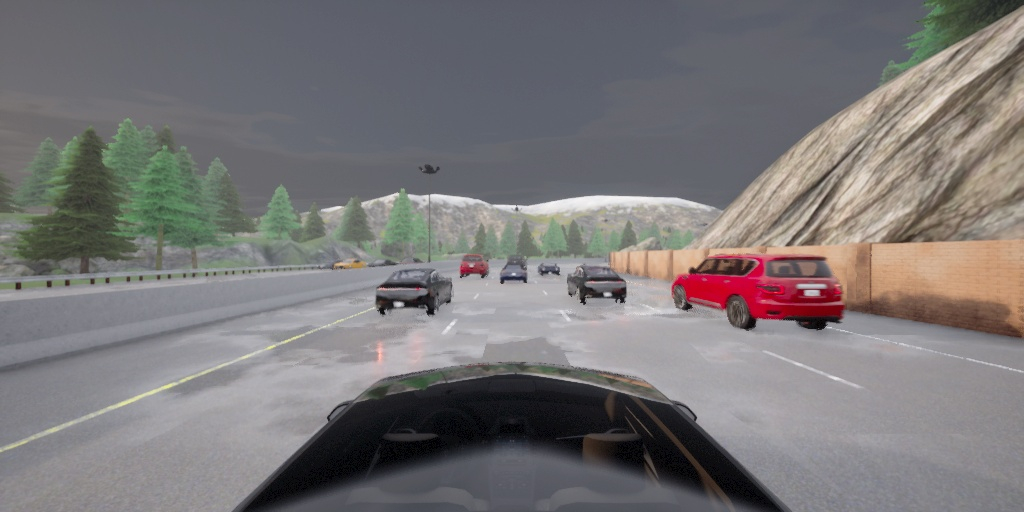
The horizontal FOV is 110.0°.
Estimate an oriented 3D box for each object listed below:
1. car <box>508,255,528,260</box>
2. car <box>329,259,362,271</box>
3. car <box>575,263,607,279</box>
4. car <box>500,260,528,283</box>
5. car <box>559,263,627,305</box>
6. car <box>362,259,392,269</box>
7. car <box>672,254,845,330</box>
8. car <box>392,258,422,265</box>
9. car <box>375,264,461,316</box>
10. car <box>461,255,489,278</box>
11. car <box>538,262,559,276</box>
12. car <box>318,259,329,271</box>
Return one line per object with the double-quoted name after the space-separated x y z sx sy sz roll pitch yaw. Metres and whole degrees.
0.693 0.889 44.350 2.150 2.045 5.566 0 0 7 "car"
-20.407 1.146 45.275 1.882 1.535 5.008 0 0 6 "car"
7.137 1.292 32.734 1.895 1.301 4.718 0 0 0 "car"
0.127 1.264 27.492 1.994 1.385 4.181 0 0 0 "car"
3.615 1.216 15.959 2.128 1.511 4.902 0 0 0 "car"
-16.788 1.144 46.212 1.882 1.535 5.008 0 0 7 "car"
7.109 0.955 11.172 2.150 2.045 5.566 0 0 0 "car"
-13.233 1.017 46.455 2.097 1.767 4.553 0 0 7 "car"
-3.388 1.221 13.177 2.128 1.511 4.902 0 0 0 "car"
-3.362 0.915 32.617 2.150 2.045 5.566 0 0 0 "car"
3.669 1.286 36.236 1.895 1.301 4.718 0 0 1 "car"
-23.658 1.158 47.580 2.128 1.511 4.902 0 0 7 "car"
